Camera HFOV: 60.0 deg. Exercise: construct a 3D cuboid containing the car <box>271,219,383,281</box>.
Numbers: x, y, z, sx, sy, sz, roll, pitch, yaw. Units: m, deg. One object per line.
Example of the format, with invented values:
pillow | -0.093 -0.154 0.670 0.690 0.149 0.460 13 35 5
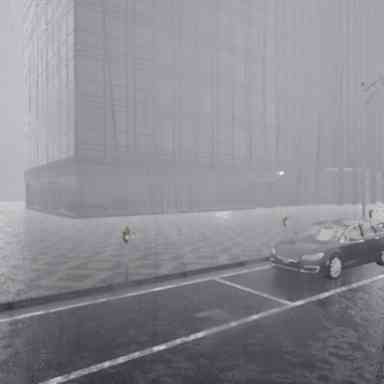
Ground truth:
car | 4.144 1.488 9.601 4.403 1.369 2.008 -1 0 -35
